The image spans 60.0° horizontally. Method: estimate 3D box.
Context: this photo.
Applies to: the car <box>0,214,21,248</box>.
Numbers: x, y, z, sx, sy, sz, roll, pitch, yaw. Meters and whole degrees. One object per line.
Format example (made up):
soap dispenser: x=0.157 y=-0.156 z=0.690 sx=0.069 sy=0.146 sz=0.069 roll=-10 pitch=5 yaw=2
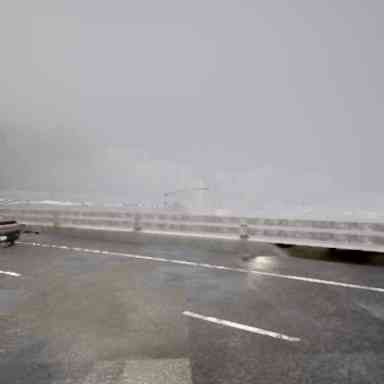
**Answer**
car: x=-9.003 y=1.479 z=13.287 sx=4.902 sy=1.511 sz=2.128 roll=0 pitch=0 yaw=28
